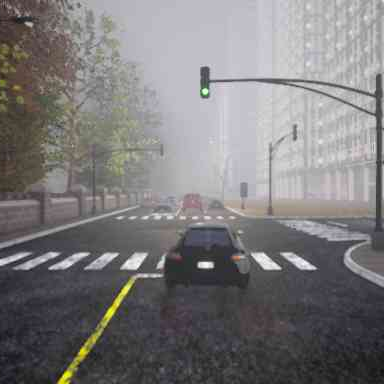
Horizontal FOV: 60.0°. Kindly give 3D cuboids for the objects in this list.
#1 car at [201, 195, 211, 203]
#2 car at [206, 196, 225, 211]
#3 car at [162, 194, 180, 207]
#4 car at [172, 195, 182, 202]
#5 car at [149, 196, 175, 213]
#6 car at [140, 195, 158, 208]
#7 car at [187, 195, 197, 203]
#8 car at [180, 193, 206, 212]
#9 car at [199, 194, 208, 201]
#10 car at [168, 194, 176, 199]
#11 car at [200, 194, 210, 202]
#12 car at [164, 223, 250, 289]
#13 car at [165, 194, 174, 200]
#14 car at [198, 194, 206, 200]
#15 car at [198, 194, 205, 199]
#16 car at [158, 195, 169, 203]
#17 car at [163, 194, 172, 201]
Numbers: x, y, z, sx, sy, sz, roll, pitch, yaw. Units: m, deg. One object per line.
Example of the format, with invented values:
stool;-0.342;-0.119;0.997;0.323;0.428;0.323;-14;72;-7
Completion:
car;2.702;1.316;65.907;1.887;1.381;4.507;0;0;0
car;2.697;1.425;37.744;1.947;1.339;4.313;0;0;0
car;-3.074;1.327;48.682;1.837;1.490;4.892;0;0;0
car;-2.990;1.369;67.220;1.895;1.301;4.718;0;0;0
car;-3.113;1.414;35.648;2.033;1.411;5.357;0;0;-4
car;-5.682;1.422;43.378;1.802;1.307;4.206;0;0;0
car;0.012;1.279;65.289;1.837;1.490;4.892;0;1;0
car;0.107;1.082;37.321;2.150;2.045;5.566;0;0;0
car;2.704;1.182;77.170;1.967;1.590;4.097;0;0;0
car;-5.674;1.245;94.069;1.887;1.381;4.507;0;0;0
car;2.703;1.196;71.539;1.967;1.590;4.097;0;0;0
car;0.477;1.527;9.137;1.994;1.385;4.181;0;0;5
car;-5.677;1.272;82.804;1.887;1.381;4.507;0;0;0
car;2.705;1.264;88.435;2.008;1.369;4.403;0;0;0
car;2.706;1.282;94.068;1.802;1.307;4.206;0;0;0
car;-5.678;1.297;65.739;1.752;1.417;4.829;0;0;0
car;-5.676;1.182;77.172;1.967;1.590;4.097;0;0;0
